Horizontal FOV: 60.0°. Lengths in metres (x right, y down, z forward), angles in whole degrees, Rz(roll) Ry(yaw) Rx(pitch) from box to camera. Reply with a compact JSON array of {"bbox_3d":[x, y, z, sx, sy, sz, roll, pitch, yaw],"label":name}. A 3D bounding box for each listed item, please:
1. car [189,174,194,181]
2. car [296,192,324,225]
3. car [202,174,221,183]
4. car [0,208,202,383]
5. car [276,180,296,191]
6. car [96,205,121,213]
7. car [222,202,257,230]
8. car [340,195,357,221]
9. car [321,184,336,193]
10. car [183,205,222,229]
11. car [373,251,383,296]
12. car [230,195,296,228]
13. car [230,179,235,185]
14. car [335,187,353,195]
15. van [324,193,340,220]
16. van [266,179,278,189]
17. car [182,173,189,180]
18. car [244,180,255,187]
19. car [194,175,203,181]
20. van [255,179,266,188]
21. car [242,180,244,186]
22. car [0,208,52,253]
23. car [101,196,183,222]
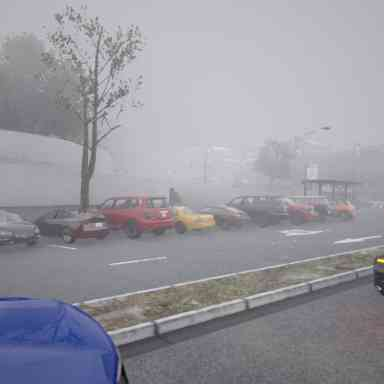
[{"bbox_3d":[2.004,-3.849,90.936,2.185,1.767,4.553,6,3,34],"label":"car"},{"bbox_3d":[6.317,1.268,24.573,5.566,2.045,2.435,-1,-1,35],"label":"car"},{"bbox_3d":[5.639,-3.175,86.203,1.946,1.575,5.366,7,3,34],"label":"car"},{"bbox_3d":[-2.855,1.221,1.100,5.566,2.045,2.150,0,0,-35],"label":"car"},{"bbox_3d":[19.341,-0.991,66.317,2.231,1.521,4.892,7,3,35],"label":"car"},{"bbox_3d":[-6.012,1.524,15.936,4.792,1.488,2.163,-1,-1,35],"label":"car"},{"bbox_3d":[1.370,1.549,21.121,4.674,1.452,2.002,-1,-1,35],"label":"car"},{"bbox_3d":[11.272,1.404,27.983,4.553,1.767,2.185,-1,-1,35],"label":"car"},{"bbox_3d":[24.536,-0.425,58.921,2.435,2.045,5.566,7,3,35],"label":"car"},{"bbox_3d":[-1.240,1.503,19.499,5.366,1.575,1.946,-1,-1,35],"label":"car"},{"bbox_3d":[5.853,1.515,7.278,4.892,1.490,1.837,0,0,-35],"label":"car"},{"bbox_3d":[3.801,1.263,22.873,5.566,2.045,2.435,-1,-1,35],"label":"car"},{"bbox_3d":[10.729,-2.316,78.683,2.002,1.452,4.674,7,3,35],"label":"car"},{"bbox_3d":[26.221,0.137,56.445,2.002,1.452,4.674,7,3,35],"label":"car"},{"bbox_3d":[8.859,1.297,26.238,4.442,1.987,1.878,-1,-1,35],"label":"van"},{"bbox_3d":[17.586,-1.490,68.683,1.878,1.987,4.442,7,4,35],"label":"van"},{"bbox_3d":[0.279,-4.084,93.410,2.185,1.767,4.553,4,1,34],"label":"car"},{"bbox_3d":[14.293,-1.811,73.893,1.946,1.575,5.366,7,3,35],"label":"car"},{"bbox_3d":[3.793,-3.697,88.467,2.435,2.045,5.566,7,3,34],"label":"car"},{"bbox_3d":[15.862,-1.763,71.158,1.878,1.987,4.442,7,4,35],"label":"van"},{"bbox_3d":[12.466,-2.042,76.217,2.002,1.452,4.674,7,4,35],"label":"car"},{"bbox_3d":[-8.436,1.494,14.194,4.892,1.521,2.231,-1,-1,35],"label":"car"},{"bbox_3d":[-3.564,1.248,17.676,5.566,2.045,2.435,-1,-1,35],"label":"car"}]
